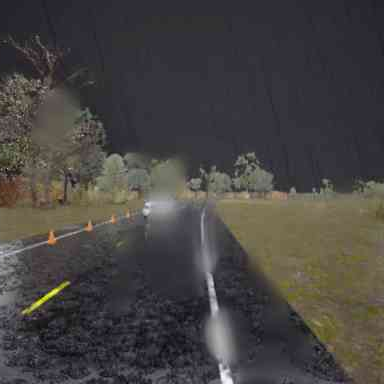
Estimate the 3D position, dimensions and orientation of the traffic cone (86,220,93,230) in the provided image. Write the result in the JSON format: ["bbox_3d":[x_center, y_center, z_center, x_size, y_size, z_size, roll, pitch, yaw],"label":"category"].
[{"bbox_3d":[-5.984,1.912,19.476,0.340,0.580,0.340,0,0,1],"label":"traffic cone"}]

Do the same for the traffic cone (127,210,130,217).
[{"bbox_3d":[-5.661,1.912,29.510,0.340,0.580,0.340,0,0,2],"label":"traffic cone"}]

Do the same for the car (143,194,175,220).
[{"bbox_3d":[-2.653,1.180,28.091,2.150,2.045,5.566,0,0,2],"label":"car"}]

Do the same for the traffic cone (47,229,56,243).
[{"bbox_3d":[-6.099,1.914,14.457,0.340,0.580,0.340,0,0,1],"label":"traffic cone"}]

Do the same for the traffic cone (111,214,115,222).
[{"bbox_3d":[-5.838,1.912,24.493,0.340,0.580,0.340,0,0,2],"label":"traffic cone"}]
